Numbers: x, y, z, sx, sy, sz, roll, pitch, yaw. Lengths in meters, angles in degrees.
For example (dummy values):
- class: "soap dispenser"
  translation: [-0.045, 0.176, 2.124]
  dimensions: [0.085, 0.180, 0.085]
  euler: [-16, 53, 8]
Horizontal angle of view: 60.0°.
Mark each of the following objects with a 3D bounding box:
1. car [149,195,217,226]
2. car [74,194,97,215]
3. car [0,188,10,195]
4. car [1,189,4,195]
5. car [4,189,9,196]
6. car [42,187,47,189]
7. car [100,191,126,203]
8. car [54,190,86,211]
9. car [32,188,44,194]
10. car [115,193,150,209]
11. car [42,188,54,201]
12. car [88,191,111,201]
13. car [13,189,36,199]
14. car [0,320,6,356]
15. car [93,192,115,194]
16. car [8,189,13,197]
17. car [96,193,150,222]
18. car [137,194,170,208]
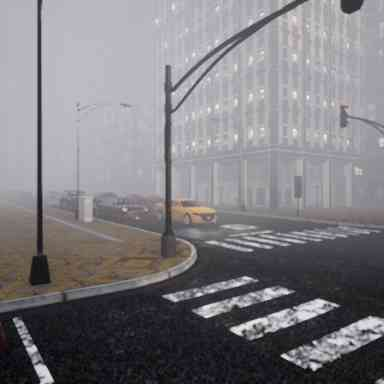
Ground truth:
- class: "car"
  translation: [-0.505, 1.160, 21.071]
  dimensions: [1.882, 1.535, 5.008]
  euler: [0, 1, -36]
- class: "car"
  translation: [-7.784, 1.098, 26.814]
  dimensions: [1.802, 1.307, 4.206]
  euler: [1, 0, -36]
- class: "car"
  translation: [-43.464, -0.117, 76.678]
  dimensions: [1.887, 1.381, 4.507]
  euler: [1, 0, -36]
- class: "car"
  translation: [-36.977, 0.103, 67.612]
  dimensions: [2.008, 1.369, 4.403]
  euler: [1, 0, -36]
- class: "car"
  translation: [-33.733, 0.204, 63.079]
  dimensions: [1.887, 1.381, 4.507]
  euler: [1, 0, -36]
- class: "car"
  translation: [-33.452, -0.029, 77.088]
  dimensions: [1.887, 1.381, 4.507]
  euler: [1, 0, -36]
- class: "car"
  translation: [-10.836, 0.698, 45.483]
  dimensions: [1.752, 1.417, 4.829]
  euler: [1, 0, -36]
- class: "car"
  translation: [-11.021, 0.724, 31.346]
  dimensions: [2.192, 1.841, 5.009]
  euler: [1, 0, -36]
- class: "car"
  translation: [-39.943, -0.221, 86.158]
  dimensions: [1.947, 1.339, 4.313]
  euler: [1, 0, -36]
- class: "car"
  translation: [-6.255, 0.925, 34.603]
  dimensions: [1.812, 1.442, 4.674]
  euler: [0, 1, -36]
- class: "car"
  translation: [-20.206, 0.555, 48.766]
  dimensions: [1.812, 1.442, 4.674]
  euler: [0, 1, -35]
- class: "car"
  translation: [-13.983, 0.634, 49.879]
  dimensions: [1.947, 1.339, 4.313]
  euler: [1, 0, -36]
- class: "car"
  translation: [-27.245, 0.418, 54.013]
  dimensions: [1.887, 1.381, 4.507]
  euler: [1, 0, -36]
- class: "car"
  translation: [-4.363, 1.441, 3.449]
  dimensions: [4.097, 1.590, 1.967]
  euler: [0, 0, -35]
- class: "car"
  translation: [-7.896, 0.789, 31.404]
  dimensions: [2.097, 1.767, 4.553]
  euler: [0, 1, -36]
- class: "car"
  translation: [-30.489, 0.317, 58.546]
  dimensions: [2.008, 1.369, 4.403]
  euler: [1, 0, -36]
- class: "car"
  translation: [-4.536, 1.064, 22.280]
  dimensions: [1.967, 1.590, 4.097]
  euler: [1, 0, -36]
- class: "car"
  translation: [-4.249, 0.972, 36.274]
  dimensions: [1.802, 1.307, 4.206]
  euler: [1, 0, -36]
